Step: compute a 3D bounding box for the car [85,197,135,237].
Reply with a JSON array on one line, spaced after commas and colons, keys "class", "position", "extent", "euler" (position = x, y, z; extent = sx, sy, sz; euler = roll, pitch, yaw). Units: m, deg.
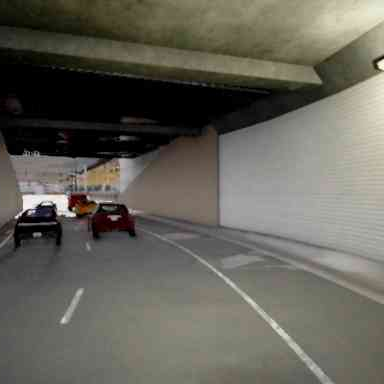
[{"class": "car", "position": [-4.585, 1.344, 18.472], "extent": [2.097, 1.767, 4.553], "euler": [0, 0, -20]}]

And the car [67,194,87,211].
[{"class": "car", "position": [-14.117, 1.234, 41.239], "extent": [2.150, 2.045, 5.566], "euler": [0, 0, -23]}]

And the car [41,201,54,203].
[{"class": "car", "position": [-14.495, 1.597, 33.303], "extent": [1.994, 1.385, 4.181], "euler": [0, 0, -23]}]

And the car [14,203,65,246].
[{"class": "car", "position": [-7.100, 1.509, 15.676], "extent": [2.128, 1.511, 4.902], "euler": [0, 0, -21]}]

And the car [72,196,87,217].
[{"class": "car", "position": [-9.971, 1.481, 31.658], "extent": [1.882, 1.535, 5.008], "euler": [0, 0, -23]}]
